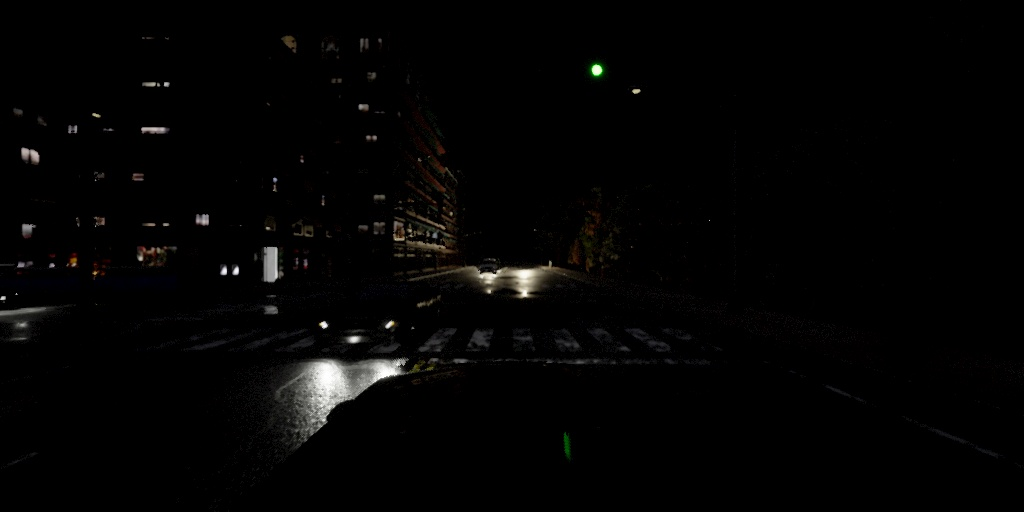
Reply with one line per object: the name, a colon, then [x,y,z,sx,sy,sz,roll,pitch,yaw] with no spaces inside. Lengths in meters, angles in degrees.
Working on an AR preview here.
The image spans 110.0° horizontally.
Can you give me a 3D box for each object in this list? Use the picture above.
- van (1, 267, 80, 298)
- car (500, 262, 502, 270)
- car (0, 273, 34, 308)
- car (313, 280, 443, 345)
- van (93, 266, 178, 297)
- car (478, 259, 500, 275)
van: [-28.231,1.564,21.554,3.998,1.789,1.690,0,0,-1]
car: [-2.974,1.526,61.646,2.150,2.045,5.566,0,1,0]
car: [-24.856,1.664,15.798,4.892,1.490,1.837,-1,0,-1]
car: [-3.219,1.375,9.988,2.033,1.411,5.357,0,-1,0]
van: [-22.629,1.491,21.605,3.998,1.789,1.690,0,0,-1]
car: [-3.044,1.411,46.367,2.150,2.045,5.566,0,1,0]
